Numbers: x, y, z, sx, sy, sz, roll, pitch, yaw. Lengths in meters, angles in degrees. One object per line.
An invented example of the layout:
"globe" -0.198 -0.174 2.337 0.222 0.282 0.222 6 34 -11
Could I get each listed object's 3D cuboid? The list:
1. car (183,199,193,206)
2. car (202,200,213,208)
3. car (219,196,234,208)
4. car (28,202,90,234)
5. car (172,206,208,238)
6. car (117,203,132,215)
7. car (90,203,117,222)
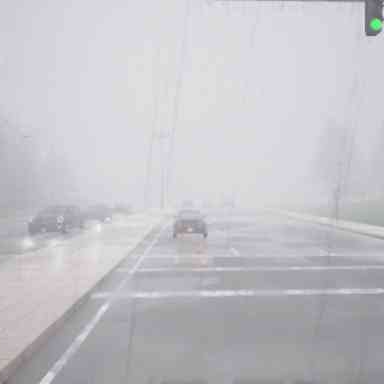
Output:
"car" -0.752 2.097 59.753 1.837 1.490 4.892 0 -1 -1
"car" 2.748 2.119 59.814 1.812 1.442 4.674 0 -1 -1
"car" 6.248 1.815 59.825 2.150 2.045 5.566 0 -1 -1
"car" -8.252 1.558 20.663 2.097 1.767 4.553 0 -1 -1
"car" -0.125 1.712 18.712 1.812 1.442 4.674 0 -1 -1
"car" -8.475 1.995 39.638 1.895 1.301 4.718 0 -1 0
"car" -8.378 1.800 29.695 1.837 1.490 4.892 0 -1 -1
